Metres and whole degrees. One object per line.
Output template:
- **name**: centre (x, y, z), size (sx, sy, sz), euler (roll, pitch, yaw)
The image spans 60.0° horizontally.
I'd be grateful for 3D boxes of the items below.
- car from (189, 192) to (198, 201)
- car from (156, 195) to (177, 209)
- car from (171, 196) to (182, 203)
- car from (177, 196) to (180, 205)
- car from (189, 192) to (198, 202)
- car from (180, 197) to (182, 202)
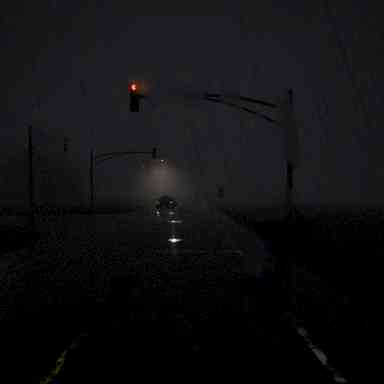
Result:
- **car**: centre (0.311, 1.115, 85.812), size (2.150, 2.045, 5.566), euler (0, 0, 0)
- **car**: centre (-3.432, 1.320, 43.494), size (2.097, 1.767, 4.553), euler (0, 0, 0)
- **car**: centre (-3.243, 1.477, 70.837), size (1.994, 1.385, 4.181), euler (0, 0, 0)
- **car**: centre (-3.399, 1.308, 52.275), size (2.097, 1.767, 4.553), euler (0, 0, 0)
- **car**: centre (0.275, 1.269, 75.597), size (2.097, 1.767, 4.553), euler (0, 0, 0)
- **car**: centre (-3.349, 1.468, 61.091), size (1.812, 1.442, 4.674), euler (0, 0, 1)
